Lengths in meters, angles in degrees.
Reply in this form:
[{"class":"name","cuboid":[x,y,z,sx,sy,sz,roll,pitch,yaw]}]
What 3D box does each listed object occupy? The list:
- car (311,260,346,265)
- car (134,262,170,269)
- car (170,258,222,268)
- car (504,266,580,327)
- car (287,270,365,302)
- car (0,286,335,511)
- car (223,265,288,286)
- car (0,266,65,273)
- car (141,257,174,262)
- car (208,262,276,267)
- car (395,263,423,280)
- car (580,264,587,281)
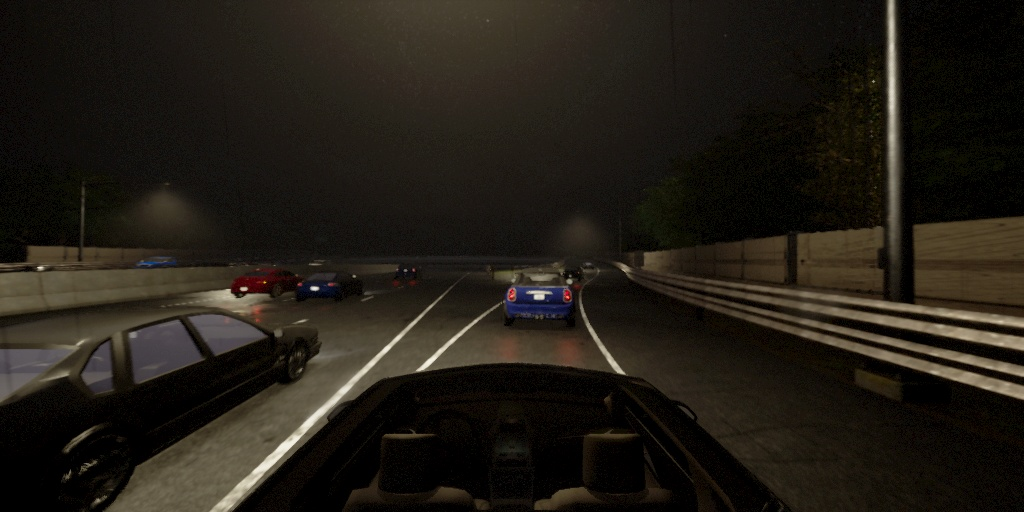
[{"class":"car","cuboid":[-25.831,1.676,50.656,2.097,1.767,4.553,0,-1,-4]},{"class":"car","cuboid":[-31.268,1.455,31.929,2.033,1.411,5.357,0,-1,-5]},{"class":"car","cuboid":[-27.811,1.291,32.605,2.097,1.767,4.553,0,-1,-5]},{"class":"car","cuboid":[1.002,1.199,12.243,2.097,1.767,4.553,0,-1,6]},{"class":"car","cuboid":[-8.748,1.403,17.590,1.994,1.385,4.181,0,-1,-5]},{"class":"car","cuboid":[-4.151,1.294,3.977,2.033,1.411,5.357,0,0,-5]},{"class":"car","cuboid":[-12.330,1.353,18.536,1.812,1.442,4.674,0,-1,-5]},{"class":"car","cuboid":[-37.935,1.406,28.119,1.895,1.301,4.718,1,-1,-17]},{"class":"car","cuboid":[-43.584,1.122,44.082,2.150,2.045,5.566,1,0,-21]},{"class":"car","cuboid":[-24.303,1.506,32.592,2.033,1.411,5.357,0,-1,-5]},{"class":"car","cuboid":[-10.394,1.459,36.500,2.097,1.767,4.553,0,-1,-5]},{"class":"car","cuboid":[6.009,1.702,35.304,1.812,1.442,4.674,-1,-1,16]}]
